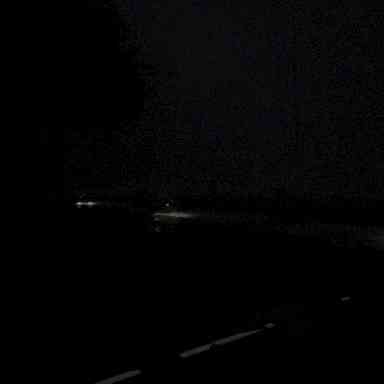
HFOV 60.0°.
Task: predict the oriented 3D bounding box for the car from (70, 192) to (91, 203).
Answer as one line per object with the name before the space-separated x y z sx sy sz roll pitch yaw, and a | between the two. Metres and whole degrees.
car | -16.718 0.727 49.854 1.882 1.535 5.008 -1 1 -36

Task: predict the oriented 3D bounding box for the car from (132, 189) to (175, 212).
car | -3.835 0.772 32.044 2.150 2.045 5.566 -1 2 -36

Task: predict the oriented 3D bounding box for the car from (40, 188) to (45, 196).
car | -39.383 -0.027 85.593 2.150 2.045 5.566 -1 1 -36
